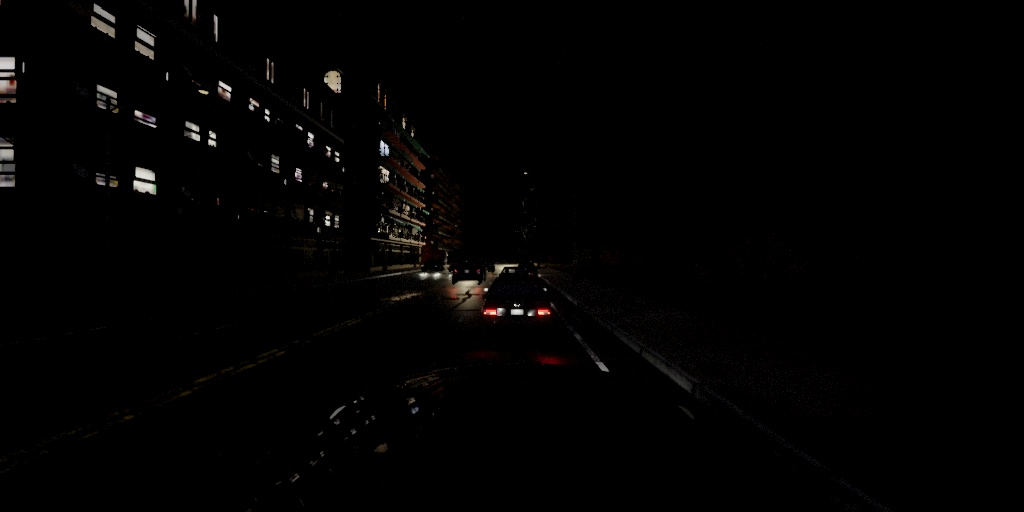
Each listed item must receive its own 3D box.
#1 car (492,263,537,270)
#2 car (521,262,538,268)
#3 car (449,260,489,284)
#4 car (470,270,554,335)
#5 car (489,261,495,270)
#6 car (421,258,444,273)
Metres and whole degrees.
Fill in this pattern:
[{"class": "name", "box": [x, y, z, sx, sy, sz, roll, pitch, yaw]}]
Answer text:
[{"class": "car", "box": [0.119, 1.300, 20.875, 2.033, 1.411, 5.357, 0, 0, 0]}, {"class": "car", "box": [1.167, 1.259, 30.642, 1.837, 1.490, 4.892, 0, 0, 0]}, {"class": "car", "box": [-3.126, 1.106, 27.001, 2.097, 1.767, 4.553, 0, 0, 0]}, {"class": "car", "box": [0.111, 1.299, 10.513, 2.033, 1.411, 5.357, 0, 0, 0]}, {"class": "car", "box": [-3.106, 1.280, 44.506, 1.812, 1.442, 4.674, 0, -1, 0]}, {"class": "car", "box": [-9.805, 1.105, 44.446, 2.097, 1.767, 4.553, 0, 0, 0]}]
